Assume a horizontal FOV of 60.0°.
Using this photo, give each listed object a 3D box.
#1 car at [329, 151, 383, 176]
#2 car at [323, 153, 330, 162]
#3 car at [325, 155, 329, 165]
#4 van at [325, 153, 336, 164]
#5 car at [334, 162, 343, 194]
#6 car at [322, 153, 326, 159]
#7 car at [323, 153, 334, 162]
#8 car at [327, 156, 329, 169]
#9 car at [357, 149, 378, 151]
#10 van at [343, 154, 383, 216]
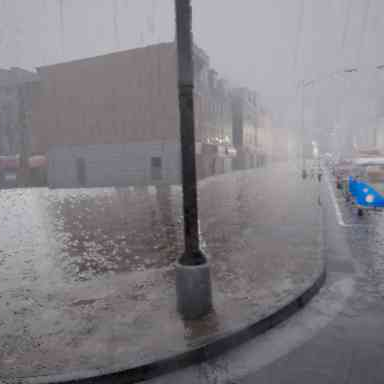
[{"bbox_3d":[9.217,-1.217,18.935,2.192,1.841,5.009,1,7,21],"label":"car"},{"bbox_3d":[20.493,-4.522,48.424,1.887,1.381,4.507,1,7,21],"label":"car"},{"bbox_3d":[16.736,-3.322,38.606,1.802,1.307,4.206,1,7,21],"label":"car"},{"bbox_3d":[24.246,-5.873,58.226,1.690,1.788,3.998,1,7,21],"label":"van"},{"bbox_3d":[7.452,-0.417,14.336,2.008,1.369,4.403,1,7,21],"label":"car"},{"bbox_3d":[22.370,-5.202,53.324,1.967,1.590,4.097,1,7,21],"label":"car"},{"bbox_3d":[29.884,-7.597,72.961,2.192,1.841,5.009,1,6,21],"label":"car"},{"bbox_3d":[12.978,-2.182,28.780,1.887,1.381,4.507,1,7,21],"label":"car"},{"bbox_3d":[17.266,-3.196,32.678,2.150,2.045,5.566,-1,6,21],"label":"car"},{"bbox_3d":[6.269,-0.248,11.231,1.690,1.788,3.998,1,7,21],"label":"van"}]
